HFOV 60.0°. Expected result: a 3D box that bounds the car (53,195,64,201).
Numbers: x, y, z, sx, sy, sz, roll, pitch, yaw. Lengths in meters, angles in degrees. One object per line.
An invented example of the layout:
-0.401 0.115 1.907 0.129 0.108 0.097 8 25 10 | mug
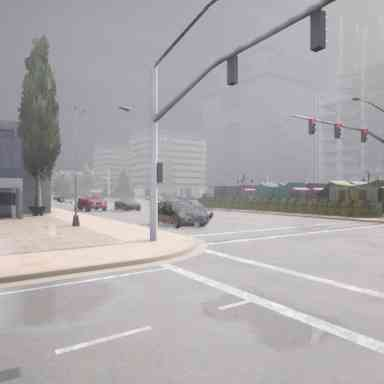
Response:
-20.021 1.145 52.158 2.128 1.511 4.902 0 0 -33 | car

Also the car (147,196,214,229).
-0.890 1.357 21.914 2.097 1.767 4.553 0 0 -32 | car

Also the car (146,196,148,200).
-9.124 1.168 81.141 4.605 1.855 1.932 0 0 -34 | car

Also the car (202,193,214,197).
3.449 1.171 62.460 3.866 1.878 1.905 0 0 -34 | car

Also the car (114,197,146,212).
-7.642 1.484 39.074 1.882 1.535 5.008 0 1 -32 | car

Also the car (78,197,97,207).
-17.070 1.575 54.040 1.812 1.442 4.674 0 0 -33 | car

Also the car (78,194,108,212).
-11.685 1.226 38.907 2.150 2.045 5.566 0 0 -32 | car

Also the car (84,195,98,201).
-23.401 1.349 76.809 1.837 1.490 4.892 0 0 -34 | car

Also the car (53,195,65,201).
-35.280 1.486 87.995 1.882 1.535 5.008 0 0 -35 | car

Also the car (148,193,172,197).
-7.551 1.171 78.711 3.866 1.878 1.905 0 0 -34 | car

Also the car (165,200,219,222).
-0.152 1.497 27.315 2.128 1.511 4.902 0 0 -33 | car
